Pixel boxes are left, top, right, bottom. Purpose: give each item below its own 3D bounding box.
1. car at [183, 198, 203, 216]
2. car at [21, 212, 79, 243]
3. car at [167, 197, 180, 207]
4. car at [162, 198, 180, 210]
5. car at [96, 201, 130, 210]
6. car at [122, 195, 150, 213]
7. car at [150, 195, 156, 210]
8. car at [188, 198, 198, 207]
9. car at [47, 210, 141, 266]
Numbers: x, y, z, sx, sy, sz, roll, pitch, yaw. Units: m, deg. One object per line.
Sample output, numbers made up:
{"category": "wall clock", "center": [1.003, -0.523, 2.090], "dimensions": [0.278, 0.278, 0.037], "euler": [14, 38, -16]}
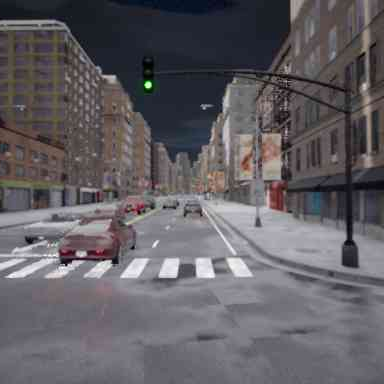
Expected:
{"category": "car", "center": [0.113, 1.666, 34.730], "dimensions": [2.128, 1.511, 4.902], "euler": [0, 0, 0]}
{"category": "car", "center": [-6.613, 1.716, 16.803], "dimensions": [1.895, 1.301, 4.718], "euler": [0, 0, 0]}
{"category": "car", "center": [-3.196, 1.767, 58.388], "dimensions": [1.882, 1.535, 5.008], "euler": [0, 0, 0]}
{"category": "car", "center": [-3.213, 1.810, 48.386], "dimensions": [1.994, 1.385, 4.181], "euler": [0, 0, 0]}
{"category": "car", "center": [-6.587, 1.688, 26.815], "dimensions": [1.812, 1.442, 4.674], "euler": [0, 0, 0]}
{"category": "car", "center": [-6.524, 1.432, 37.478], "dimensions": [2.150, 2.045, 5.566], "euler": [0, 0, 1]}
{"category": "car", "center": [-6.464, 1.479, 48.171], "dimensions": [2.150, 2.045, 5.566], "euler": [0, 0, 0]}
{"category": "car", "center": [0.143, 1.810, 60.016], "dimensions": [1.812, 1.442, 4.674], "euler": [0, 0, 0]}
{"category": "car", "center": [-3.173, 1.611, 11.853], "dimensions": [1.812, 1.442, 4.674], "euler": [0, 0, 0]}
